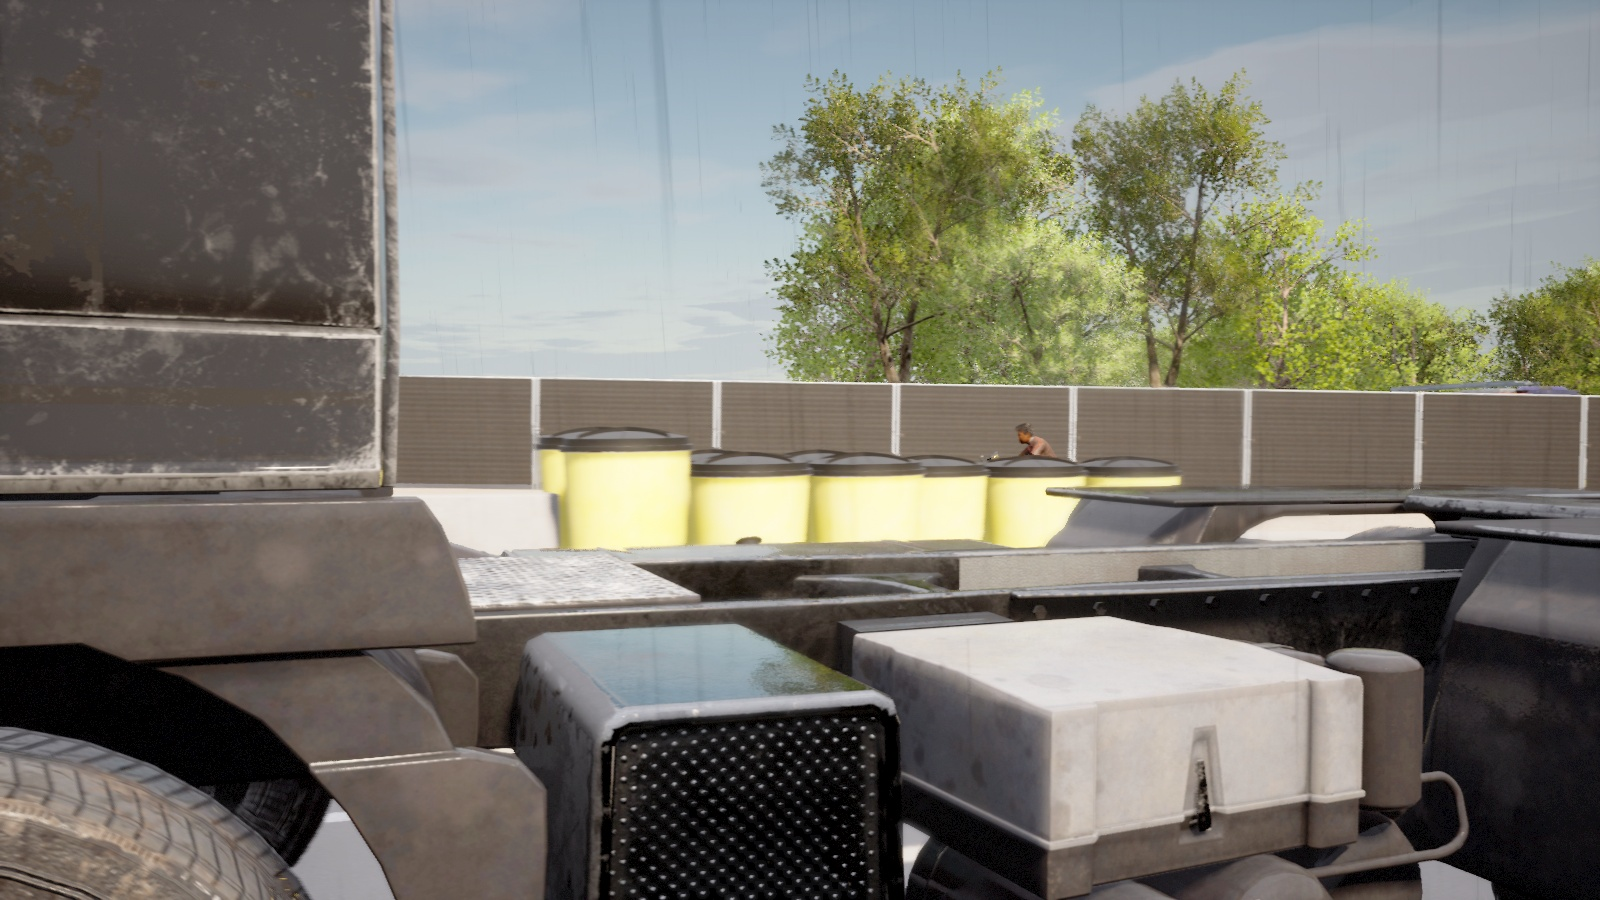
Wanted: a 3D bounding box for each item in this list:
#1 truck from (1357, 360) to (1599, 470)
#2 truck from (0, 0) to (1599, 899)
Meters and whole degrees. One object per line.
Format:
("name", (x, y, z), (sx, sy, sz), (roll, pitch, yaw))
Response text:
("truck", (25.943, -1.231, 48.505), (2.891, 3.827, 8.468), (-2, 0, -20))
("truck", (0.577, -0.246, 3.446), (7.936, 3.462, 2.891), (-1, 1, -21))
